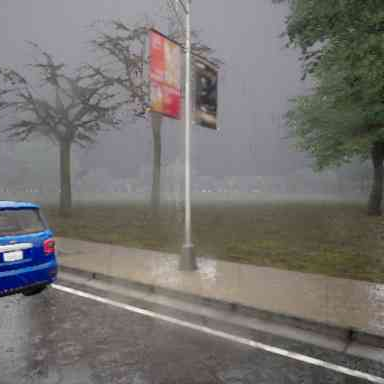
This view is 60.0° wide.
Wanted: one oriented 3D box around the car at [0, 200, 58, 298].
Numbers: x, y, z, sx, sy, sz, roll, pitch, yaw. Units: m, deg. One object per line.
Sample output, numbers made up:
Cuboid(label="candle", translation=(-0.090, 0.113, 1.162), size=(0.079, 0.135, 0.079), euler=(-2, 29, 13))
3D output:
Cuboid(label="car", translation=(-5.262, 1.195, 7.314), size=(5.566, 2.045, 2.150), euler=(0, 0, 35))
